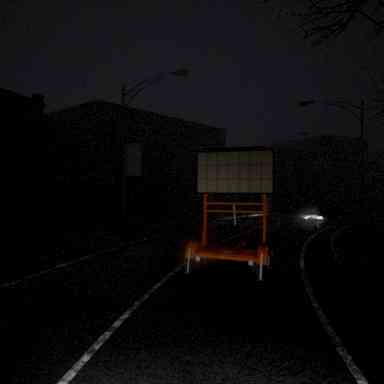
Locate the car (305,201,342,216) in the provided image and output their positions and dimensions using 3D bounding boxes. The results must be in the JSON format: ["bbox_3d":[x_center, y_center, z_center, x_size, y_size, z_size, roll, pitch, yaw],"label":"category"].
[{"bbox_3d":[13.063,1.586,32.944,4.181,1.385,1.994,0,1,-39],"label":"car"}]

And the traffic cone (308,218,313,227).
[{"bbox_3d":[7.666,1.979,21.513,0.340,0.580,0.340,1,0,23],"label":"traffic cone"}]

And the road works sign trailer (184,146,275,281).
[{"bbox_3d":[1.317,0.460,10.107,2.380,3.560,2.880,0,0,21],"label":"road works sign trailer"}]

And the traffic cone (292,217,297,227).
[{"bbox_3d":[6.745,1.967,21.902,0.340,0.580,0.340,1,0,23],"label":"traffic cone"}]
